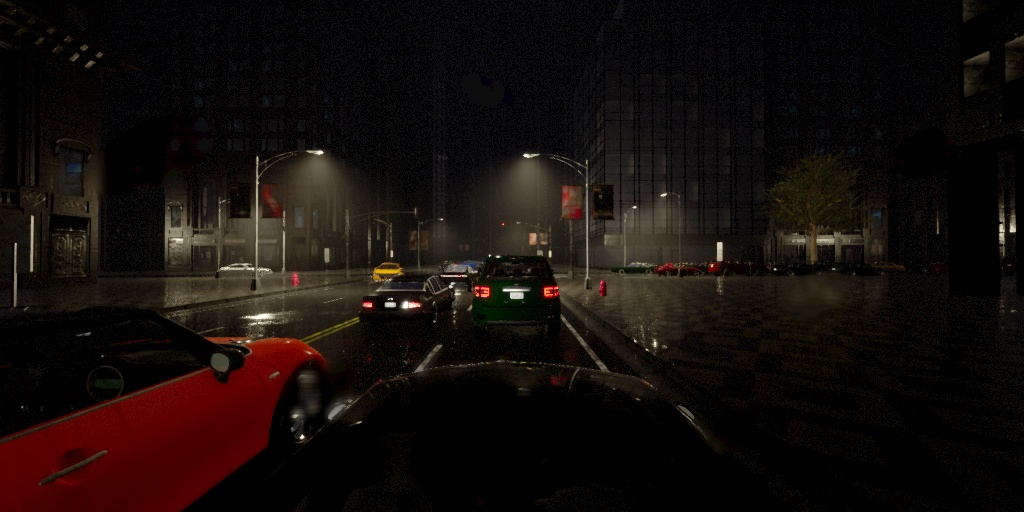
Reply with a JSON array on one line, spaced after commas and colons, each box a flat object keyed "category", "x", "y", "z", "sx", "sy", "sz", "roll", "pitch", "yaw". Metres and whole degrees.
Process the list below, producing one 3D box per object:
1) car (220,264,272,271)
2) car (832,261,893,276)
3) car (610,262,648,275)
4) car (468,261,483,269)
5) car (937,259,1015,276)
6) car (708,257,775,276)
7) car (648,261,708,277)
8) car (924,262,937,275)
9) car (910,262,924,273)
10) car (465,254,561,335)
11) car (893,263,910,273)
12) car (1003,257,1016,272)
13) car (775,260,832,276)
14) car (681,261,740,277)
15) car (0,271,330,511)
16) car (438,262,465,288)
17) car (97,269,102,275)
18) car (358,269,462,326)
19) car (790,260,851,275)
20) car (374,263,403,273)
[{"category": "car", "x": -26.286, "y": 1.470, "z": 35.432, "sx": 4.674, "sy": 1.442, "sz": 1.812, "roll": 0, "pitch": -1, "yaw": 0}, {"category": "car", "x": 32.283, "y": 1.260, "z": 33.563, "sx": 4.313, "sy": 1.339, "sz": 1.948, "roll": 0, "pitch": 0, "yaw": -1}, {"category": "car", "x": 13.214, "y": 1.422, "z": 39.075, "sx": 4.718, "sy": 1.301, "sz": 1.895, "roll": 0, "pitch": -1, "yaw": 0}, {"category": "car", "x": -6.451, "y": 1.599, "z": 64.033, "sx": 2.033, "sy": 1.411, "sz": 5.357, "roll": 0, "pitch": 0, "yaw": 1}, {"category": "car", "x": 43.559, "y": 1.214, "z": 33.719, "sx": 4.507, "sy": 1.381, "sz": 1.888, "roll": 0, "pitch": 0, "yaw": -1}, {"category": "car", "x": 21.009, "y": 1.041, "z": 33.408, "sx": 5.009, "sy": 1.841, "sz": 2.192, "roll": 0, "pitch": 0, "yaw": -1}, {"category": "car", "x": 15.370, "y": 1.327, "z": 33.330, "sx": 4.207, "sy": 1.307, "sz": 1.802, "roll": 0, "pitch": 0, "yaw": -1}, {"category": "car", "x": 45.634, "y": 1.173, "z": 36.359, "sx": 5.008, "sy": 1.535, "sz": 1.882, "roll": 0, "pitch": -1, "yaw": 0}, {"category": "car", "x": 49.087, "y": 1.326, "z": 42.321, "sx": 4.313, "sy": 1.339, "sz": 1.948, "roll": 0, "pitch": 0, "yaw": -1}, {"category": "car", "x": 0.115, "y": 0.979, "z": 10.630, "sx": 2.150, "sy": 2.045, "sz": 5.566, "roll": 0, "pitch": 0, "yaw": 0}, {"category": "car", "x": 43.278, "y": 1.296, "z": 42.241, "sx": 4.829, "sy": 1.417, "sz": 1.751, "roll": 0, "pitch": 0, "yaw": -1}, {"category": "car", "x": 49.198, "y": 0.973, "z": 33.797, "sx": 5.009, "sy": 1.841, "sz": 2.192, "roll": 0, "pitch": 0, "yaw": -1}, {"category": "car", "x": 26.646, "y": 1.276, "z": 33.485, "sx": 4.313, "sy": 1.339, "sz": 1.948, "roll": 0, "pitch": 0, "yaw": -1}, {"category": "car", "x": 19.868, "y": 1.267, "z": 35.969, "sx": 4.892, "sy": 1.490, "sz": 1.837, "roll": -1, "pitch": -1, "yaw": -1}, {"category": "car", "x": -3.147, "y": 1.102, "z": 2.303, "sx": 2.097, "sy": 1.767, "sz": 4.553, "roll": 0, "pitch": 0, "yaw": 0}, {"category": "car", "x": -3.121, "y": 1.280, "z": 21.451, "sx": 2.128, "sy": 1.511, "sz": 4.902, "roll": 0, "pitch": 0, "yaw": 0}, {"category": "car", "x": -43.657, "y": 1.501, "z": 35.487, "sx": 5.008, "sy": 1.535, "sz": 1.882, "roll": -1, "pitch": -1, "yaw": 0}, {"category": "car", "x": -3.120, "y": 1.307, "z": 11.714, "sx": 2.033, "sy": 1.411, "sz": 5.357, "roll": 0, "pitch": 0, "yaw": 0}, {"category": "car", "x": 33.766, "y": 1.251, "z": 39.347, "sx": 4.902, "sy": 1.511, "sz": 2.128, "roll": 0, "pitch": -1, "yaw": -1}, {"category": "car", "x": -9.775, "y": 1.297, "z": 28.688, "sx": 1.882, "sy": 1.535, "sz": 5.008, "roll": 2, "pitch": -1, "yaw": -13}]
